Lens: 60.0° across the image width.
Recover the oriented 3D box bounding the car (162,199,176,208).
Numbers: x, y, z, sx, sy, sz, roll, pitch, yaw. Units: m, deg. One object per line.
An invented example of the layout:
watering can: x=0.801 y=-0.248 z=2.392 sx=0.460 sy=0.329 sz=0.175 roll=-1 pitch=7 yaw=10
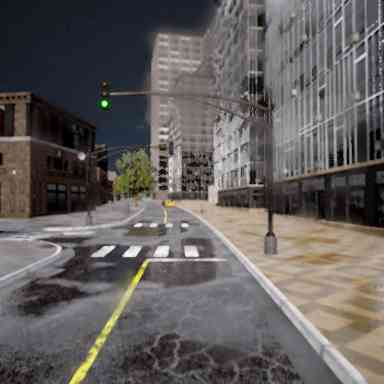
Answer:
car: x=-4.169 y=2.174 z=63.228 sx=1.882 sy=1.535 sz=5.008 roll=0 pitch=-1 yaw=-7
